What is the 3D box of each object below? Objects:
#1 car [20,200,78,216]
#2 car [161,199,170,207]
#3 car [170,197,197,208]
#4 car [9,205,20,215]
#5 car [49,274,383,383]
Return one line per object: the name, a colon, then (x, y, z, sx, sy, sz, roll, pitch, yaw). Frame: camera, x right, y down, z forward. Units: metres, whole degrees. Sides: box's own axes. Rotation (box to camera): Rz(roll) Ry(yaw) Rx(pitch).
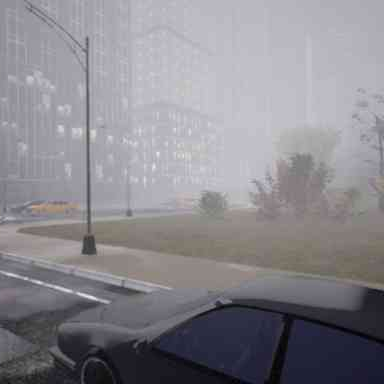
car: (-13.836, 1.540, 33.012, 1.882, 1.535, 5.008, -1, -1, 37)
car: (-2.887, 1.661, 52.874, 1.812, 1.442, 4.674, -1, -1, 37)
car: (-0.645, 1.564, 50.458, 1.882, 1.535, 5.008, -1, -1, 37)
car: (-16.459, 1.588, 34.932, 1.882, 1.535, 5.008, -1, -1, 37)
car: (0.928, 1.548, 3.003, 5.357, 1.411, 2.033, 0, 0, 37)
